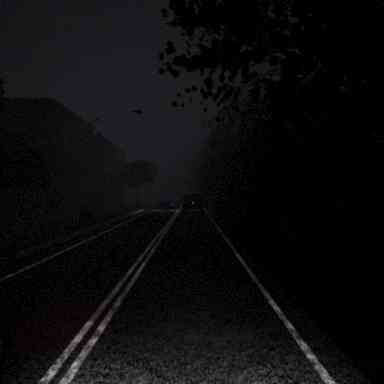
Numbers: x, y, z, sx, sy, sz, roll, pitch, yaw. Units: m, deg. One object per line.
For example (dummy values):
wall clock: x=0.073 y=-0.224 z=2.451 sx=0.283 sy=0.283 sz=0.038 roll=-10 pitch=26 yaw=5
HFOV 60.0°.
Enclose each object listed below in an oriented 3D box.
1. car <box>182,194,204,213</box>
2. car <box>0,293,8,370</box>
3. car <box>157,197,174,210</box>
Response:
car: x=0.109 y=1.206 z=36.725 sx=2.150 sy=2.045 sz=5.566 roll=0 pitch=0 yaw=0
car: x=-3.350 y=1.352 z=2.235 sx=2.097 sy=1.767 sz=4.553 roll=0 pitch=0 yaw=0
car: x=-3.328 y=1.458 z=42.736 sx=1.882 sy=1.535 sz=5.008 roll=0 pitch=0 yaw=0
